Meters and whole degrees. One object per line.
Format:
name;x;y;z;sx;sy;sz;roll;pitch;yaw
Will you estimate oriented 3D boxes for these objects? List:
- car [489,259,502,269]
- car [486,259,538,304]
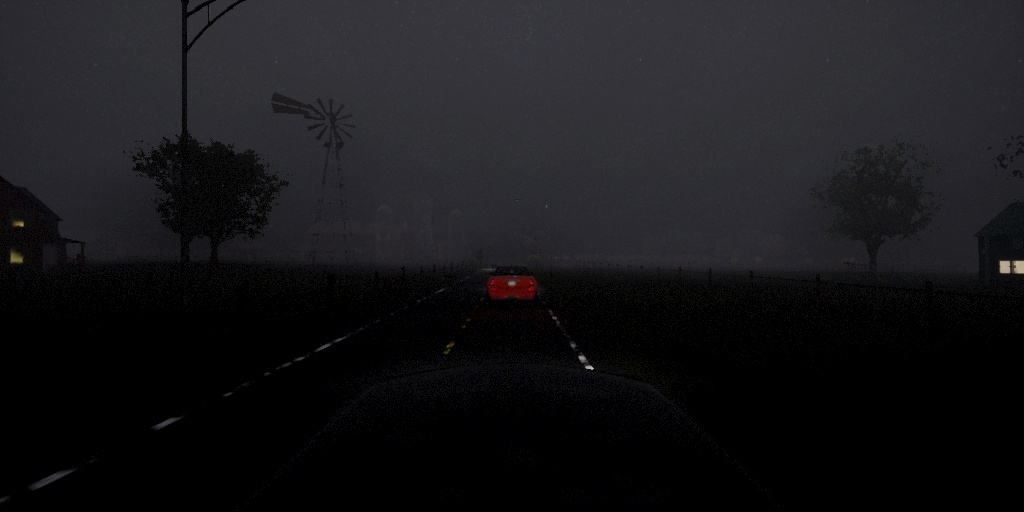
car;-2.750;1.294;59.459;1.882;1.535;5.008;0;0;0
car;0.000;1.121;16.473;2.097;1.767;4.553;0;0;0
